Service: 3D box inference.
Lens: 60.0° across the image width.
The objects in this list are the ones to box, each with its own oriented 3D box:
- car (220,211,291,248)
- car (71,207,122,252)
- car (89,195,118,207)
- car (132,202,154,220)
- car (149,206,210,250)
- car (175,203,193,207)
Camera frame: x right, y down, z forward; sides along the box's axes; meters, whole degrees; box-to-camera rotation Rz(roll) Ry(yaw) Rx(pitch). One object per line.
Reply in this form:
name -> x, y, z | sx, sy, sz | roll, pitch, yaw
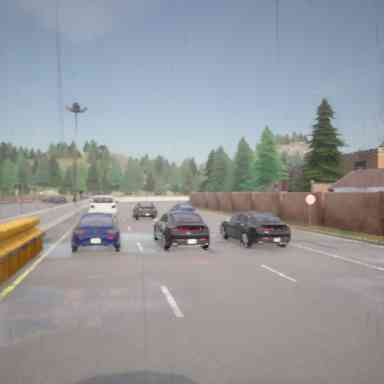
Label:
car -> 2.825, 1.662, 15.724 | 1.837, 1.490, 4.892 | 1, 0, -14
car -> -3.987, 1.568, 14.114 | 1.812, 1.442, 4.674 | 1, 0, -14
car -> -7.515, 1.308, 28.315 | 2.150, 2.045, 5.566 | 1, 0, -14
car -> -4.188, 1.642, 29.434 | 2.128, 1.511, 4.902 | 1, 0, -14
car -> -0.571, 1.606, 14.880 | 1.837, 1.490, 4.892 | 1, 0, -14
car -> -0.811, 1.731, 30.354 | 1.812, 1.442, 4.674 | 1, 0, -14
